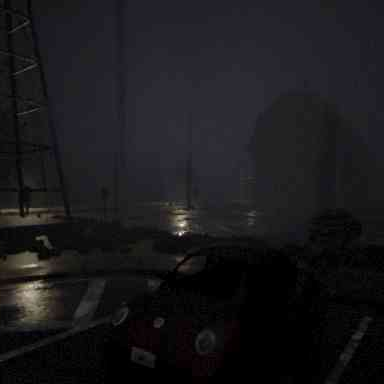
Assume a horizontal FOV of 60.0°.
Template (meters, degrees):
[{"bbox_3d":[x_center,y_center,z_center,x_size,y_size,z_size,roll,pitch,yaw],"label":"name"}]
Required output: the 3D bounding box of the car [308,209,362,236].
[{"bbox_3d":[7.066,1.539,16.341,1.816,1.474,4.193,-1,0,36],"label":"car"}]

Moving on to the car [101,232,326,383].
[{"bbox_3d":[0.592,1.543,5.159,1.784,1.438,3.905,-1,0,36],"label":"car"}]
